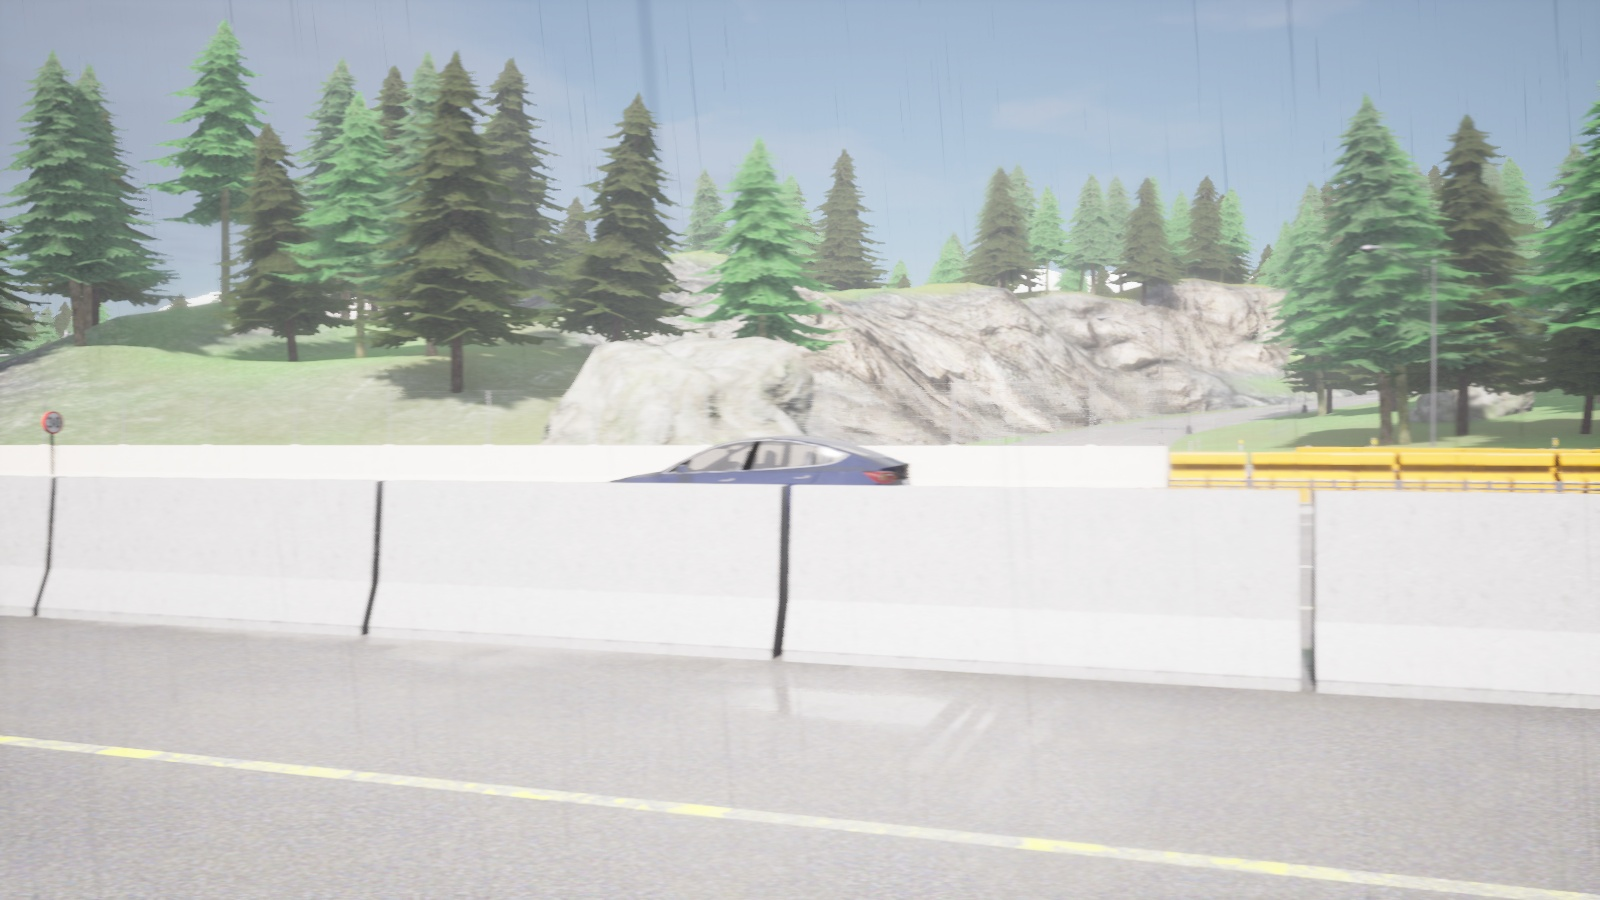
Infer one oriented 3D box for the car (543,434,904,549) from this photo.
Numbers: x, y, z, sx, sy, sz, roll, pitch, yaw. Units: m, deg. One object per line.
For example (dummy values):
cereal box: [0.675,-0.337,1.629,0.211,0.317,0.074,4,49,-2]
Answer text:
car: [-1.085,0.528,18.328,4.792,1.488,2.163,1,1,19]
